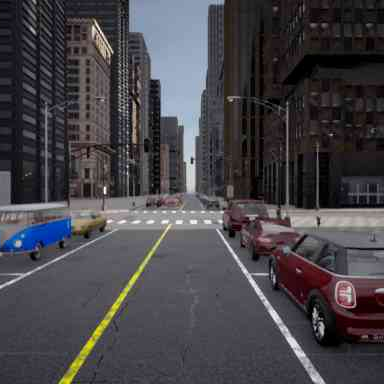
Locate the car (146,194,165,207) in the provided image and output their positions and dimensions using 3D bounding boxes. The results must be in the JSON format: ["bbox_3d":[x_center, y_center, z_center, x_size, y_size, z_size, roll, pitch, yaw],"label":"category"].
[{"bbox_3d":[-5.737,1.319,50.304,2.192,1.841,5.009,0,0,0],"label":"car"}]

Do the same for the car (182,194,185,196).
[{"bbox_3d":[-2.971,1.611,67.598,1.895,1.301,4.718,0,0,0],"label":"car"}]

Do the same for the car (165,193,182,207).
[{"bbox_3d":[-3.060,1.356,51.632,2.097,1.767,4.553,0,0,0],"label":"car"}]

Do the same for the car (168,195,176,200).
[{"bbox_3d":[-5.711,1.595,95.430,1.947,1.339,4.313,0,0,0],"label":"car"}]

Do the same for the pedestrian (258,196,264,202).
[{"bbox_3d":[4.990,1.143,23.938,0.375,1.860,0.375,0,0,0],"label":"pedestrian"}]

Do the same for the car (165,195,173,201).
[{"bbox_3d":[-5.717,1.545,83.978,1.752,1.417,4.829,0,0,0],"label":"car"}]

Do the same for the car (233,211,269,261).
[{"bbox_3d":[2.767,1.581,12.017,1.802,1.307,4.206,0,0,0],"label":"car"}]

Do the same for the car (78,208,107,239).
[{"bbox_3d":[-5.755,1.525,17.519,1.752,1.417,4.829,0,0,0],"label":"car"}]

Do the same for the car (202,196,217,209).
[{"bbox_3d":[2.786,1.553,44.668,2.008,1.369,4.403,0,0,0],"label":"car"}]

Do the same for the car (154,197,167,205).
[{"bbox_3d":[-5.730,1.574,61.586,1.947,1.339,4.313,0,0,0],"label":"car"}]

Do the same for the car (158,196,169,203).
[{"bbox_3d":[-5.727,1.592,67.226,1.802,1.307,4.206,0,0,0],"label":"car"}]

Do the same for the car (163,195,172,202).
[{"bbox_3d":[-5.721,1.456,78.507,1.967,1.590,4.097,0,0,0],"label":"car"}]

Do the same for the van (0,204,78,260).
[{"bbox_3d":[-5.758,1.340,12.012,1.690,1.788,3.998,0,0,0],"label":"van"}]

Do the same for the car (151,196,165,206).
[{"bbox_3d":[-5.733,1.446,55.946,1.967,1.590,4.097,0,0,0],"label":"car"}]

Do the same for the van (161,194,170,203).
[{"bbox_3d":[-5.724,1.354,72.867,1.690,1.788,3.998,0,0,0],"label":"van"}]

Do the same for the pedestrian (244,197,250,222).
[{"bbox_3d":[4.057,1.294,24.540,0.375,1.860,0.375,0,0,0],"label":"pedestrian"}]

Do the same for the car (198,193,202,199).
[{"bbox_3d":[2.801,1.453,72.871,1.967,1.590,4.097,0,0,0],"label":"car"}]

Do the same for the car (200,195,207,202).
[{"bbox_3d":[2.792,1.557,55.949,2.008,1.369,4.403,0,0,0],"label":"car"}]

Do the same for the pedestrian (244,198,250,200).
[{"bbox_3d":[3.974,1.293,23.340,0.375,1.860,0.375,0,0,0],"label":"pedestrian"}]

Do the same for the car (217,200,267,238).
[{"bbox_3d":[2.770,1.314,17.694,2.192,1.841,5.009,0,0,0],"label":"car"}]

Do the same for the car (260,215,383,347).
[{"bbox_3d":[2.764,1.440,6.339,1.967,1.590,4.097,0,0,0],"label":"car"}]
